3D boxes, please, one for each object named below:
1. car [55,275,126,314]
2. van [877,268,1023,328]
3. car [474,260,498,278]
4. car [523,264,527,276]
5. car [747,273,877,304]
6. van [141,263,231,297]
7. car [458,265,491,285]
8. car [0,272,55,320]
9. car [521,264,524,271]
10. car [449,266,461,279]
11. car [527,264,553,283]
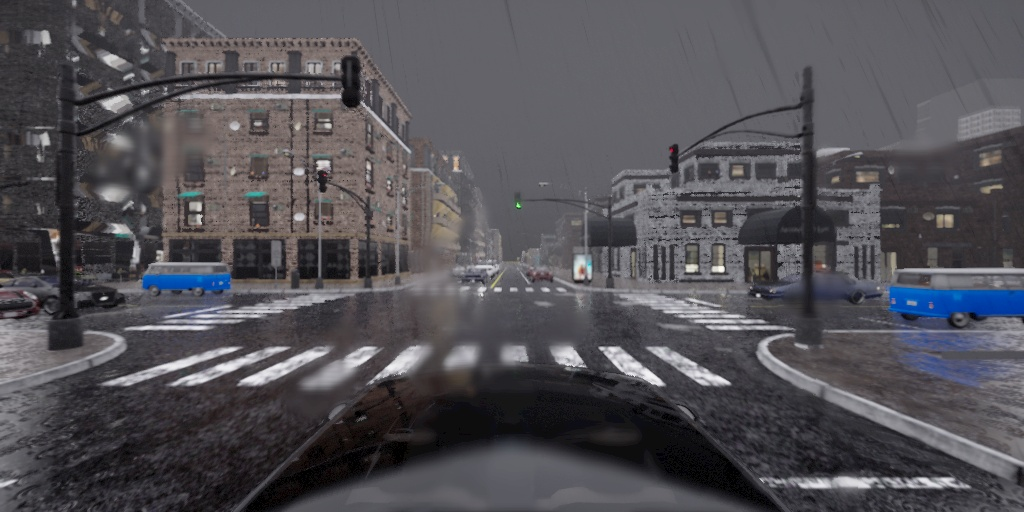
[{"bbox_3d":[-17.738,1.450,13.833,4.181,1.385,1.994,0,0,0],"label":"car"},{"bbox_3d":[14.652,1.282,11.493,3.998,1.789,1.690,0,0,0],"label":"van"},{"bbox_3d":[-3.116,1.492,41.480,2.150,2.045,5.566,0,-1,0],"label":"car"},{"bbox_3d":[2.673,1.895,44.581,1.802,1.307,4.207,0,0,0],"label":"car"},{"bbox_3d":[14.504,1.520,17.289,5.357,1.411,2.033,0,0,-1],"label":"car"},{"bbox_3d":[-17.772,1.258,19.622,3.998,1.789,1.690,0,0,0],"label":"van"},{"bbox_3d":[-3.112,1.726,30.794,1.895,1.301,4.718,0,-1,0],"label":"car"},{"bbox_3d":[-17.726,1.311,11.241,4.097,1.591,1.967,0,0,0],"label":"car"},{"bbox_3d":[2.671,1.941,50.278,2.007,1.370,4.403,0,0,0],"label":"car"},{"bbox_3d":[-5.705,1.785,38.869,2.007,1.370,4.403,0,0,0],"label":"car"},{"bbox_3d":[2.678,1.598,33.189,1.967,1.591,4.097,0,0,0],"label":"car"}]
